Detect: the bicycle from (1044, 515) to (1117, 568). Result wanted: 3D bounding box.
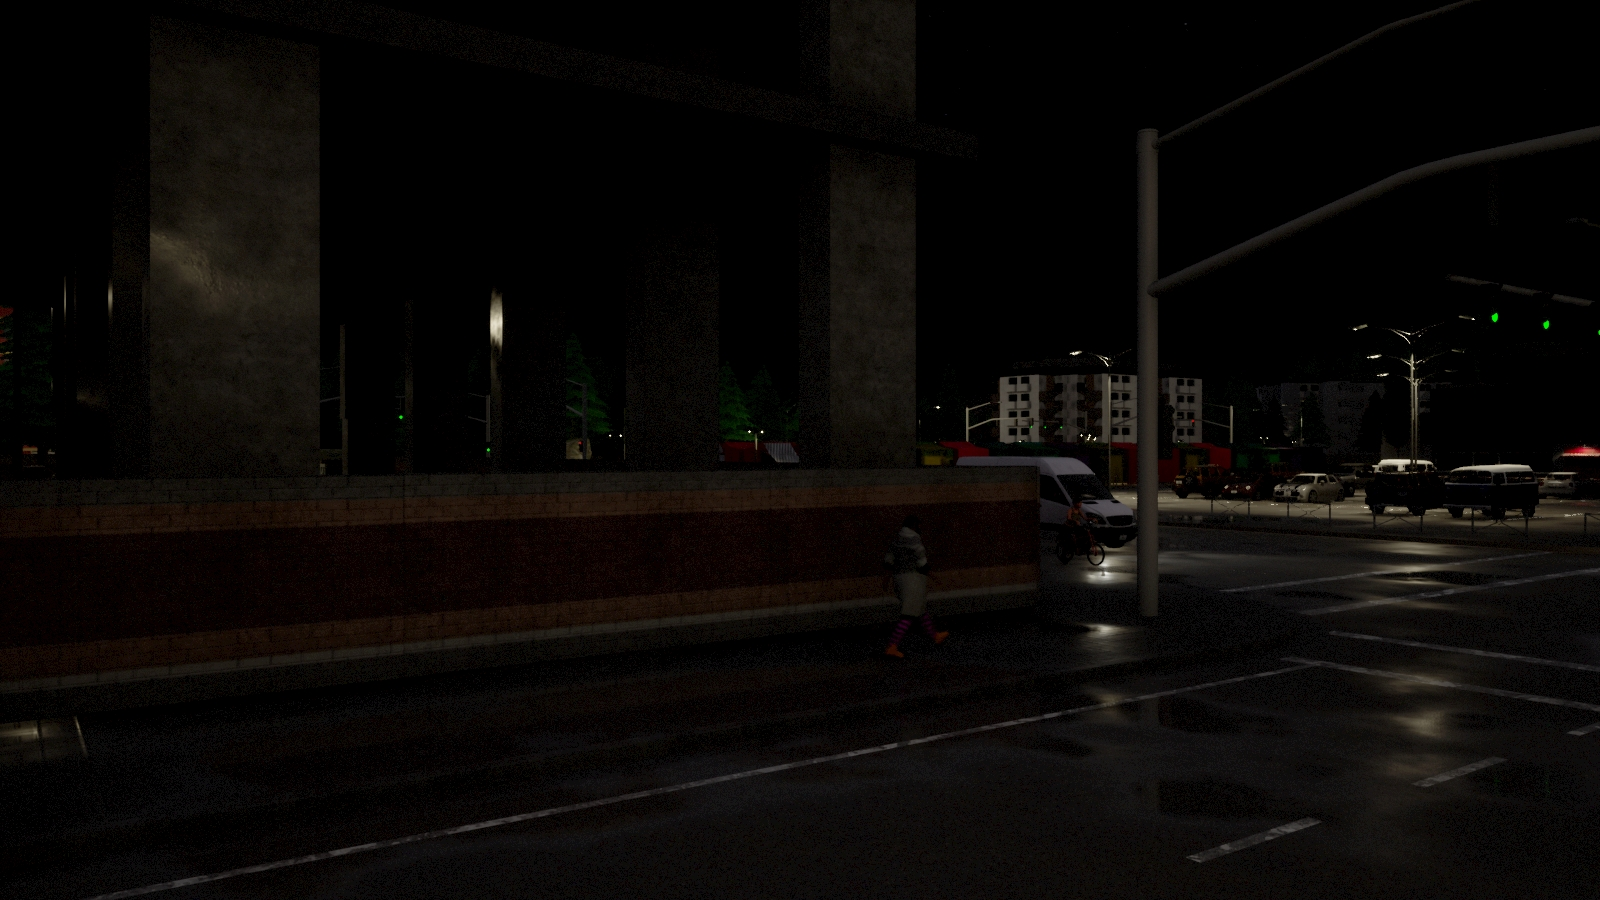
[{"bbox_3d":[6.706,2.169,27.364,0.859,1.126,1.487,0,0,-35],"label":"bicycle"}]

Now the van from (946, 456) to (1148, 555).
[{"bbox_3d":[6.983,1.470,33.056,1.988,2.561,5.915,0,0,-35],"label":"van"}]

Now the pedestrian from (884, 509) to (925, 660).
[{"bbox_3d":[1.327,1.692,14.506,0.375,1.860,0.375,0,0,-32],"label":"pedestrian"}]
